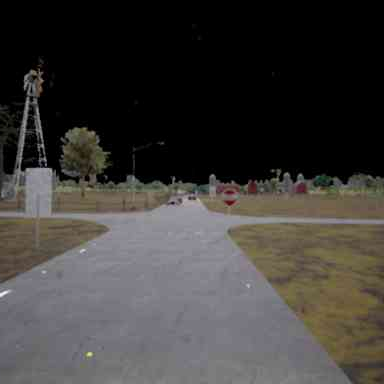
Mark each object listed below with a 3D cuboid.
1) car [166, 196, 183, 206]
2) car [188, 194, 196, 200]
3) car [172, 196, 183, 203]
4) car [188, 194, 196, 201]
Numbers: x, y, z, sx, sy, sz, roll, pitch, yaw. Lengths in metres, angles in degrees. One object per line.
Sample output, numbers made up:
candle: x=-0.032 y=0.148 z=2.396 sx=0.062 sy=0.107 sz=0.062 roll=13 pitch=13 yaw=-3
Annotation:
car: x=-2.801 y=1.415 z=50.690 sx=1.994 sy=1.385 sz=4.181 roll=0 pitch=0 yaw=0
car: x=0.022 y=1.170 z=84.400 sx=1.994 sy=1.385 sz=4.181 roll=0 pitch=0 yaw=0
car: x=-2.746 y=1.418 z=65.223 sx=1.895 sy=1.301 sz=4.718 roll=0 pitch=0 yaw=0
car: x=0.020 y=1.270 z=73.974 sx=1.882 sy=1.535 sz=5.008 roll=0 pitch=0 yaw=0
